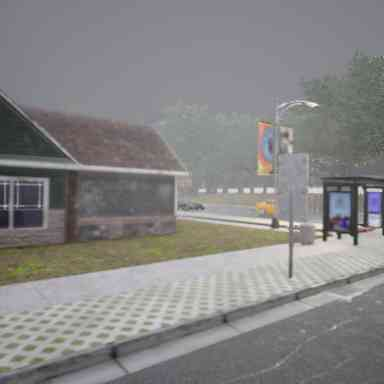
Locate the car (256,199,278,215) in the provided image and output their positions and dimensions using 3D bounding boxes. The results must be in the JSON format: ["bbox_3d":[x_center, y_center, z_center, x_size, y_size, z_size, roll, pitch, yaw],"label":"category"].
[{"bbox_3d":[8.120,1.442,30.363,1.882,1.535,5.008,1,0,-36],"label":"car"}]

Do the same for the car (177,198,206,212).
[{"bbox_3d":[-0.760,1.404,36.936,2.033,1.411,5.357,1,-1,-36],"label":"car"}]
